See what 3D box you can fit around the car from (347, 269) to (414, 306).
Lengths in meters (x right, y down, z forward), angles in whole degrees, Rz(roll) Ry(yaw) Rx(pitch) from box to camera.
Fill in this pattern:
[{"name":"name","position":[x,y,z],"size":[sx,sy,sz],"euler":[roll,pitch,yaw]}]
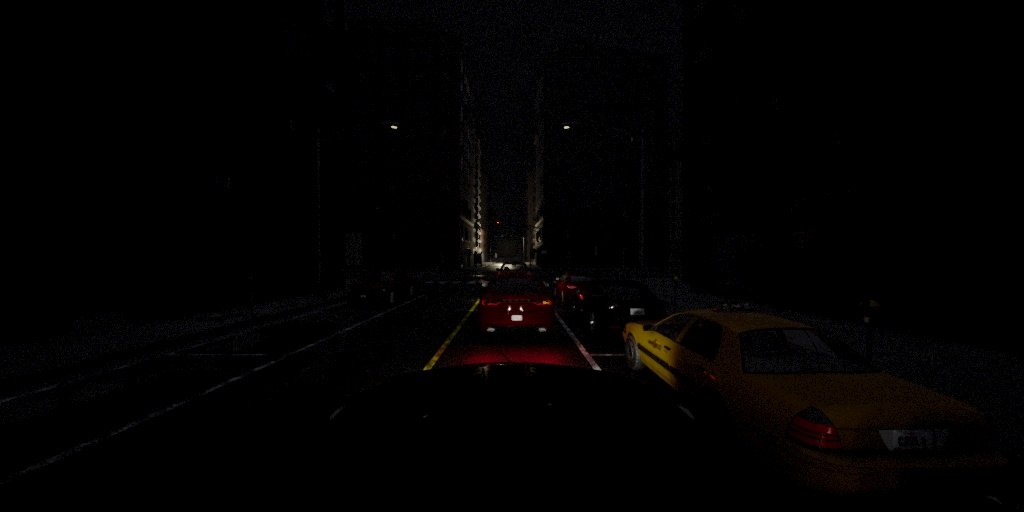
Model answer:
[{"name":"car","position":[-5.651,1.291,15.883],"size":[1.888,1.381,4.507],"euler":[0,0,0]}]

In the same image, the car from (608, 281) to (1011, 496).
[{"name":"car","position":[2.876,1.274,4.870],"size":[1.751,1.417,4.829],"euler":[0,0,0]}]

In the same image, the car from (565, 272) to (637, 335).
[{"name":"car","position":[2.885,1.313,10.286],"size":[1.948,1.339,4.313],"euler":[0,0,0]}]

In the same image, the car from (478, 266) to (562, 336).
[{"name":"car","position":[0.109,1.225,10.466],"size":[1.882,1.535,5.008],"euler":[0,0,0]}]

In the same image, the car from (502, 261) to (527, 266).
[{"name":"car","position":[0.125,1.096,20.795],"size":[2.097,1.767,4.553],"euler":[0,0,0]}]

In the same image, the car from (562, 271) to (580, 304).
[{"name":"car","position":[2.895,1.327,15.872],"size":[1.802,1.307,4.207],"euler":[0,0,0]}]
